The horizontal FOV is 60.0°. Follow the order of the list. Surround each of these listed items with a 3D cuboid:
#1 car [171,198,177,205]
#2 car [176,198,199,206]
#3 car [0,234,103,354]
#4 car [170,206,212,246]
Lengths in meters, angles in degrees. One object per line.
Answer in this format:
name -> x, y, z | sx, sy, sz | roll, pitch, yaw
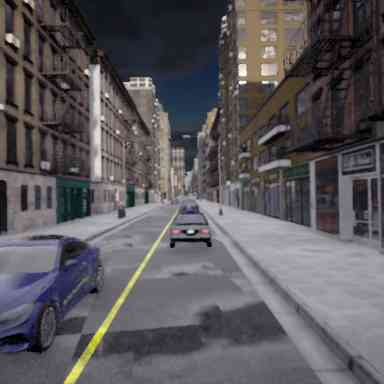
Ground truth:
car -> -3.928, 2.149, 77.409 | 2.128, 1.511, 4.902 | -1, -1, -1
car -> -0.318, 1.584, 36.373 | 2.097, 1.767, 4.553 | -1, -1, -1
car -> -3.018, 1.610, 6.391 | 1.812, 1.442, 4.674 | -1, 0, -1
car -> -0.072, 1.632, 15.660 | 2.033, 1.411, 5.357 | -1, 0, 0
